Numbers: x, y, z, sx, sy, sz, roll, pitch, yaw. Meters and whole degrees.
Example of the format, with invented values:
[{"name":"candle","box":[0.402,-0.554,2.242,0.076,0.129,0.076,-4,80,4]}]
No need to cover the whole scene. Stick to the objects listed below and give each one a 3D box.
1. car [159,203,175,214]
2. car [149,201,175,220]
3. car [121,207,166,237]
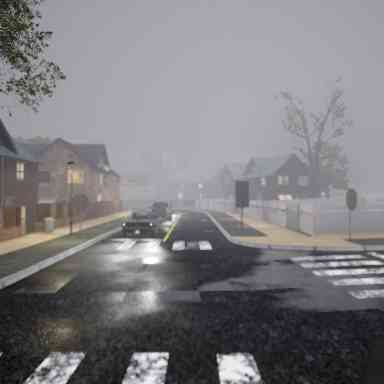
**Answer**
[{"name":"car","box":[-3.274,2.078,42.839,1.895,1.301,4.718,0,-1,-7]},{"name":"car","box":[-2.928,1.687,31.303,2.097,1.767,4.553,0,-1,-1]},{"name":"car","box":[-2.858,1.812,19.653,1.895,1.301,4.718,0,-1,0]}]
